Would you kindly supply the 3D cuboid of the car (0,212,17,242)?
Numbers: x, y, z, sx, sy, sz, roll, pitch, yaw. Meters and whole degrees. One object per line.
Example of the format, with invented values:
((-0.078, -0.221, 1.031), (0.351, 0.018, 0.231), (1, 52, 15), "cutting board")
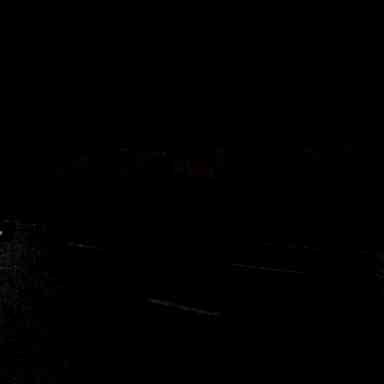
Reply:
((-9.791, 1.466, 14.798), (4.902, 1.511, 2.128), (-1, 1, 34), "car")
